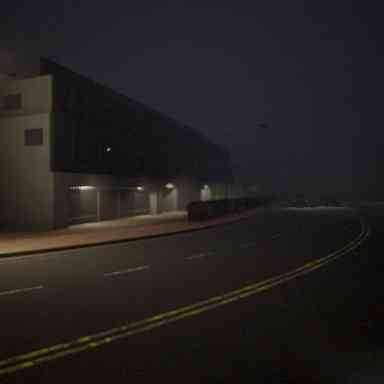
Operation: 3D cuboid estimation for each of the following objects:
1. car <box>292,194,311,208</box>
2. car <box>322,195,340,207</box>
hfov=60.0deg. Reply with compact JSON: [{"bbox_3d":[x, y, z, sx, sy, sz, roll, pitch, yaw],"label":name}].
[{"bbox_3d":[14.124,1.075,42.891,2.097,1.767,4.553,0,0,22],"label":"car"},{"bbox_3d":[18.589,1.195,44.570,1.837,1.490,4.892,0,0,22],"label":"car"}]
